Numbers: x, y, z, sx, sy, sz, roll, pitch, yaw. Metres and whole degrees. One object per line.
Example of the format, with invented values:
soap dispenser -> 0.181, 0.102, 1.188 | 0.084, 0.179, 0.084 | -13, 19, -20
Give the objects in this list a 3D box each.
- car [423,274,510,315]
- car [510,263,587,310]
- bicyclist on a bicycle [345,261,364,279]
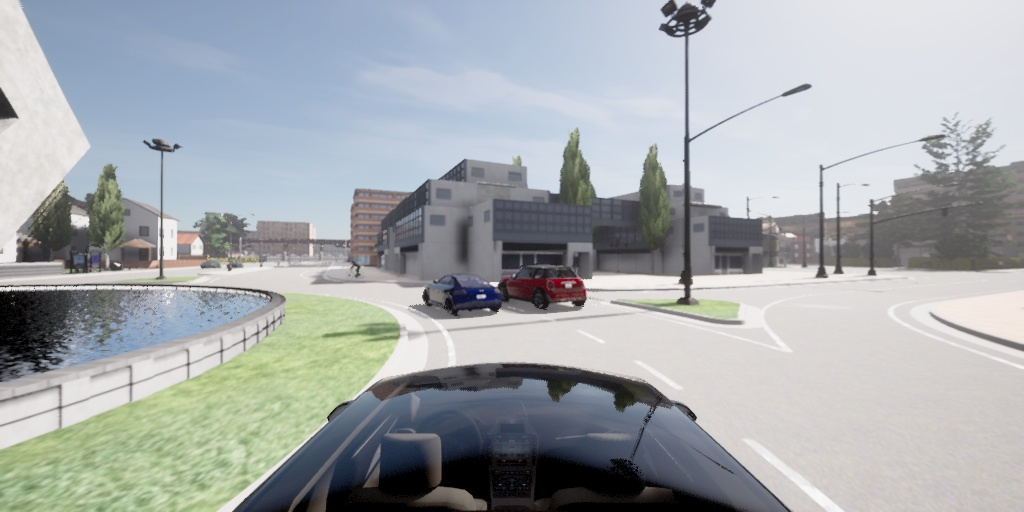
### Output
car -> -2.067, 1.387, 14.167 | 1.994, 1.385, 4.181 | 0, 0, -30
car -> 1.129, 1.181, 15.607 | 2.097, 1.767, 4.553 | 0, 0, -29
bicyclist on a bicycle -> -13.964, 1.230, 31.844 | 0.582, 1.620, 1.656 | 0, 0, 41
